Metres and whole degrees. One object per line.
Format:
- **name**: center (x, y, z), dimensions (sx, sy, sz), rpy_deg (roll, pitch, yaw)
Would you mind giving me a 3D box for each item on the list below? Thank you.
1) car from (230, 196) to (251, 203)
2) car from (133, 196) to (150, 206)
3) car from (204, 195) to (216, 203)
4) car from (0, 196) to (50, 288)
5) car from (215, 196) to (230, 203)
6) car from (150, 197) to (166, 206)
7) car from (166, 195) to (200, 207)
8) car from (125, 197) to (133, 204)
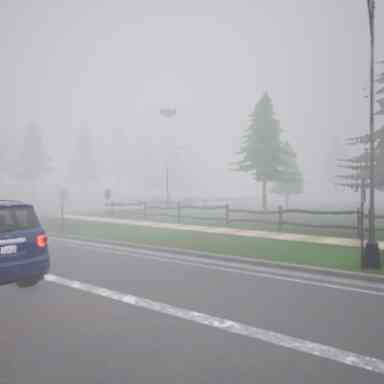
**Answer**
- **car**: center (9.953, 1.468, 64.921), dimensions (1.837, 1.490, 4.892), rpy_deg (0, 0, 35)
- **car**: center (-6.506, 1.456, 53.821), dimensions (2.033, 1.411, 5.357), rpy_deg (0, 0, 35)
- **car**: center (4.030, 1.402, 68.668), dimensions (2.128, 1.511, 4.902), rpy_deg (0, 0, 35)
- **car**: center (-5.682, 1.198, 8.006), dimensions (5.566, 2.045, 2.150), rpy_deg (0, 0, 36)
- **car**: center (7.091, 1.520, 66.936), dimensions (1.994, 1.385, 4.181), rpy_deg (0, 0, 35)
- **car**: center (-3.936, 1.481, 51.398), dimensions (1.994, 1.385, 4.181), rpy_deg (0, 0, 35)
- **car**: center (-1.198, 1.404, 49.214), dimensions (1.882, 1.535, 5.008), rpy_deg (0, 0, 35)
- **car**: center (-9.105, 1.392, 56.192), dimensions (2.128, 1.511, 4.902), rpy_deg (0, 0, 35)
